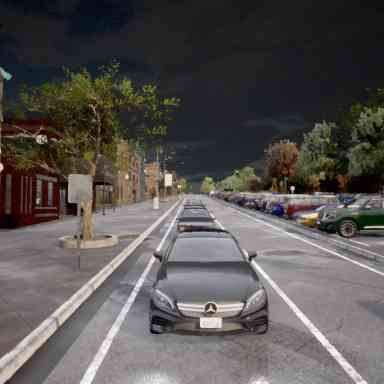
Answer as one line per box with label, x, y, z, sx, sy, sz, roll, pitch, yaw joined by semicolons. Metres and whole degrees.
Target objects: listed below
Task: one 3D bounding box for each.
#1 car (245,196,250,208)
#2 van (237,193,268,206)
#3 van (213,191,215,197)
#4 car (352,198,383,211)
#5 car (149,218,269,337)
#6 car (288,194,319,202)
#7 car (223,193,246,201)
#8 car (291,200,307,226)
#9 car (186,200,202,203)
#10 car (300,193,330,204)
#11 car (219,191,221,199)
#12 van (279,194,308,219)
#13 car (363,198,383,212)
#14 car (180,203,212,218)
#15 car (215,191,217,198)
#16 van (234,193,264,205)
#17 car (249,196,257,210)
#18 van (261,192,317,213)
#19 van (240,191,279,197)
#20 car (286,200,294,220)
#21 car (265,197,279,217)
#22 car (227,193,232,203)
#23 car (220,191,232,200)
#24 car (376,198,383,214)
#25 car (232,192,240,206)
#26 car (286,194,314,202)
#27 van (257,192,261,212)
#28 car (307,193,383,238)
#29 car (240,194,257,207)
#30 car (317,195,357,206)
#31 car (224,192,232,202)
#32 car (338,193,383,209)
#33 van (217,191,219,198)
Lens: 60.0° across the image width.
car;9.118;1.466;39.507;4.674;1.452;2.002;0;0;0
van;9.158;1.114;50.721;4.442;1.987;1.878;0;1;0
van;8.646;0.764;89.963;4.442;1.987;1.878;0;1;0
car;22.224;1.452;40.249;4.792;1.488;2.163;0;0;0
car;0.253;1.524;6.868;1.812;1.442;4.674;0;0;0
car;21.833;1.209;65.227;5.366;1.575;1.946;0;0;0
car;8.871;1.039;70.343;4.553;1.767;2.185;0;1;0
car;9.075;1.466;19.876;5.366;1.575;1.946;0;0;0
car;0.220;1.442;29.907;2.128;1.511;4.902;0;0;0
car;22.089;1.136;59.678;4.553;1.767;2.185;0;1;0
car;8.893;0.938;67.538;5.566;2.045;2.435;0;1;0
van;9.337;1.237;25.485;4.442;1.987;1.878;0;0;0
car;22.186;1.469;37.465;4.792;1.488;2.163;0;0;0
car;0.193;1.532;17.447;2.033;1.411;5.357;0;0;0
car;8.817;1.065;81.556;5.008;1.535;2.097;0;1;0
van;9.138;1.089;53.524;4.442;1.987;1.878;0;1;0
car;9.170;1.470;36.699;4.792;1.488;2.163;0;0;0
van;9.064;1.230;31.093;4.442;1.987;1.878;0;0;0
van;9.198;1.163;45.117;4.442;1.987;1.878;0;0;0
car;9.243;1.506;22.681;4.674;1.452;2.002;0;0;0
car;9.195;1.460;28.287;5.008;1.535;2.097;0;0;0
car;8.995;1.291;56.329;4.892;1.521;2.231;0;1;0
car;8.913;0.963;64.735;5.566;2.045;2.435;0;1;0
car;22.419;1.444;34.695;5.366;1.575;1.946;0;0;0
car;9.033;1.113;47.916;5.566;2.045;2.435;0;1;0
car;22.004;1.188;68.005;4.892;1.521;2.231;0;1;0
van;9.277;1.222;33.896;4.442;1.987;1.878;0;0;0
car;9.252;1.221;17.074;5.566;2.045;2.435;0;0;0
car;9.107;1.409;42.310;4.892;1.521;2.231;0;0;0
car;22.303;1.333;51.352;5.366;1.575;1.946;0;1;0
car;8.959;1.280;61.935;4.674;1.452;2.002;0;1;0
car;22.147;1.153;43.021;5.566;2.045;2.435;0;0;0
van;8.726;0.864;78.750;4.442;1.987;1.878;0;1;0
